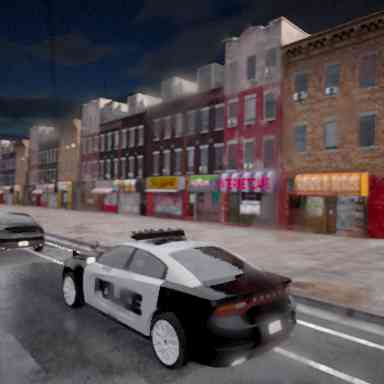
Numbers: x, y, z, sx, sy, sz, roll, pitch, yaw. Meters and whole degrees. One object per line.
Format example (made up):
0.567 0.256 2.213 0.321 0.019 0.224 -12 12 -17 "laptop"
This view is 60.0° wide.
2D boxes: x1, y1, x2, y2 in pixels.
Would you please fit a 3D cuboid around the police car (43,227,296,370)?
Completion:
-0.722 1.487 6.081 1.930 1.638 5.238 1 -1 -43 "police car"

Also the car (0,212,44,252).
-7.487 1.547 13.296 1.837 1.490 4.892 1 -1 -43 "car"
